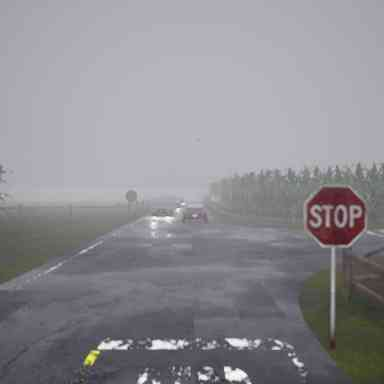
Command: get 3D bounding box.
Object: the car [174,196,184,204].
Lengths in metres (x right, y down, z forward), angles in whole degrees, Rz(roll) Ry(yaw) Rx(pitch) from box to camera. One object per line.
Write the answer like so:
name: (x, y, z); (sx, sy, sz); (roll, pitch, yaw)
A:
car: (-2.493, 1.533, 65.503); (1.895, 1.301, 4.718); (0, 0, 0)

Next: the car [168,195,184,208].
car: (-2.660, 1.312, 46.162); (2.097, 1.767, 4.553); (0, 0, 0)

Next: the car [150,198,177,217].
car: (-2.726, 1.541, 31.476); (1.994, 1.385, 4.181); (0, 0, 0)

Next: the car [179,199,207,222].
car: (0.201, 1.508, 26.056); (1.812, 1.442, 4.674); (0, 0, 0)
